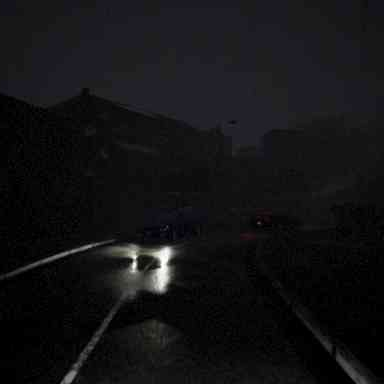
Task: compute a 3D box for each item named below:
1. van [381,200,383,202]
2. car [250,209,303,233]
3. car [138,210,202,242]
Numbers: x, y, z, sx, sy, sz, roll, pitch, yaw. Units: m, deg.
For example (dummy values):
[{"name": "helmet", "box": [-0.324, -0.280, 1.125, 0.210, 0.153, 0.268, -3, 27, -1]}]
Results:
[{"name": "van", "box": [23.679, 1.731, 37.818, 1.878, 1.987, 4.442, -3, -2, -12]}, {"name": "car", "box": [5.885, 1.901, 22.817, 1.882, 1.535, 5.008, -3, -4, 42]}, {"name": "car", "box": [-1.058, 1.753, 18.110, 1.882, 1.535, 5.008, -1, -2, 23]}]
